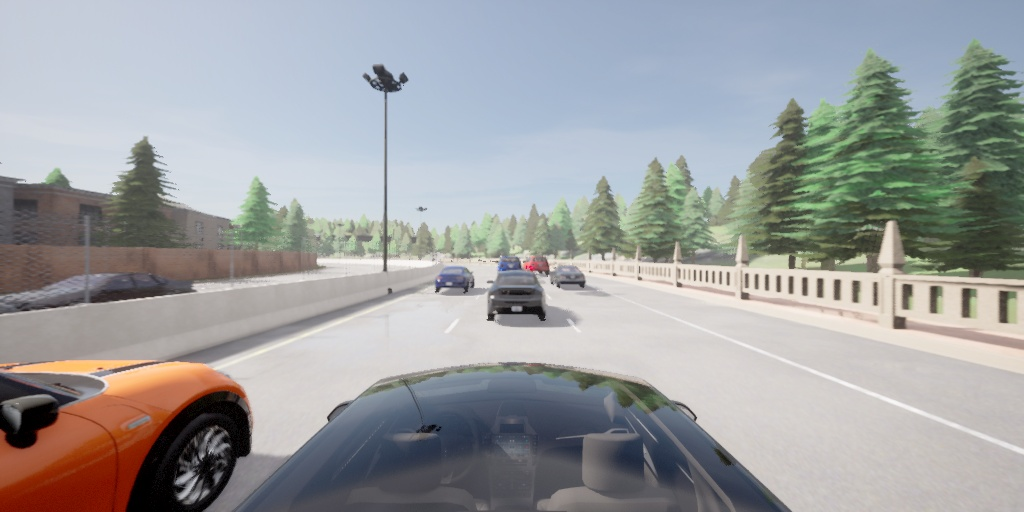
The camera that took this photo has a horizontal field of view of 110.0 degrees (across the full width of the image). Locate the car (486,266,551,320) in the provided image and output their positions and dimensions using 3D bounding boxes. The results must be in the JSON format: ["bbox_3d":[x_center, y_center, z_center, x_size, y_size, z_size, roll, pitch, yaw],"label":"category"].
[{"bbox_3d":[0.148,1.278,12.754,1.837,1.490,4.892,0,0,0],"label":"car"}]

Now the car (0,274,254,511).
[{"bbox_3d":[-3.409,1.096,1.378,2.097,1.767,4.553,0,0,0],"label":"car"}]

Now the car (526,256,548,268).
[{"bbox_3d":[2.585,1.055,39.432,2.150,2.045,5.566,0,0,-8],"label":"car"}]

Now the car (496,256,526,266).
[{"bbox_3d":[-0.321,1.039,34.274,2.150,2.045,5.566,0,0,-5],"label":"car"}]

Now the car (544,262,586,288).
[{"bbox_3d":[3.666,1.352,24.361,2.033,1.411,5.357,0,0,-1],"label":"car"}]

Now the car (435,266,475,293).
[{"bbox_3d":[-3.317,1.310,21.222,1.812,1.442,4.674,0,0,0],"label":"car"}]

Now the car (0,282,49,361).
[{"bbox_3d":[-10.592,1.262,5.163,1.812,1.442,4.674,0,0,0],"label":"car"}]
